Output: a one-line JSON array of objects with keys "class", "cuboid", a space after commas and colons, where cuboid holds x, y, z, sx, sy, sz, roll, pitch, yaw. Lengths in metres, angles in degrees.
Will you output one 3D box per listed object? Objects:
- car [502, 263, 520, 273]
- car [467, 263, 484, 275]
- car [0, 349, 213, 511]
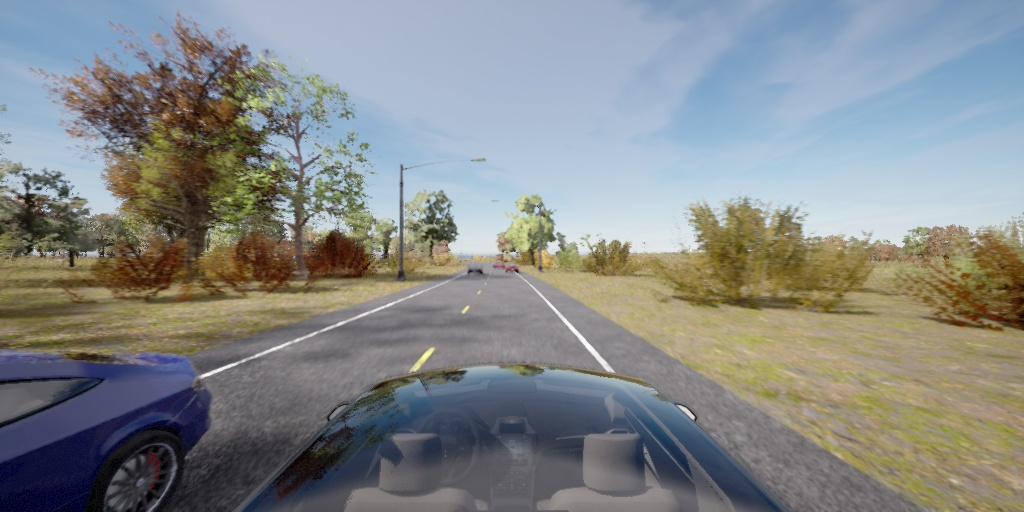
[{"class": "car", "cuboid": [-0.026, 1.658, 50.206, 1.812, 1.442, 4.674, 0, 0, -3]}, {"class": "car", "cuboid": [-4.595, 1.585, 45.468, 1.882, 1.535, 5.008, 0, -1, -2]}, {"class": "car", "cuboid": [-3.610, 1.279, 1.359, 1.812, 1.442, 4.674, 0, -1, 0]}]
